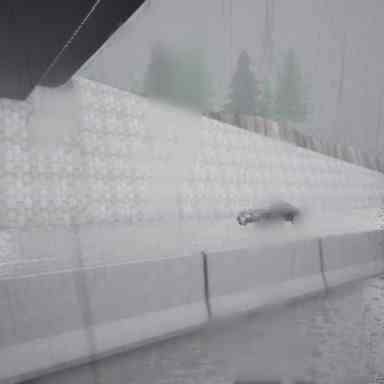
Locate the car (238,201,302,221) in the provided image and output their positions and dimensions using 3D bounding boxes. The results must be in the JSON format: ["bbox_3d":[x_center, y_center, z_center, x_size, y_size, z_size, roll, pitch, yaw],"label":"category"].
[{"bbox_3d":[4.795,1.271,20.184,4.674,1.442,1.812,0,0,-35],"label":"car"}]
